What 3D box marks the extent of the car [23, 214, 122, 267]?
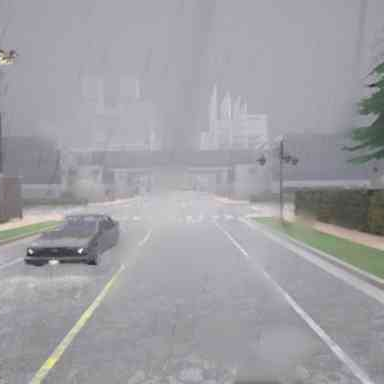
[{"bbox_3d":[-3.769,1.491,11.630,2.033,1.411,5.357,-1,1,-1],"label":"car"}]
